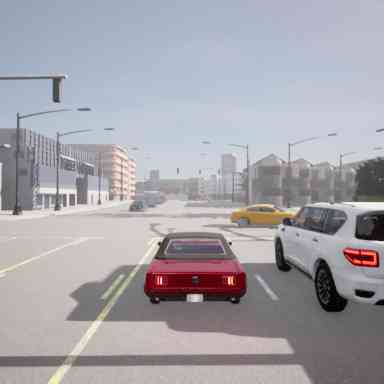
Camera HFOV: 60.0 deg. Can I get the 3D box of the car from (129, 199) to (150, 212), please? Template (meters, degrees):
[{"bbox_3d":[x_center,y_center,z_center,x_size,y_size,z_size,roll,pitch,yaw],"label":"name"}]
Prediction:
[{"bbox_3d":[-7.085,1.850,43.877,1.837,1.490,4.892,0,-1,0],"label":"car"}]

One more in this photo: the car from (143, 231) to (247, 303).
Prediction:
[{"bbox_3d":[0.071,1.617,8.168,1.895,1.301,4.718,0,0,0],"label":"car"}]

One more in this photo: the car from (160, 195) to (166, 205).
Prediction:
[{"bbox_3d":[-6.989,1.831,68.697,1.812,1.442,4.674,0,1,0],"label":"car"}]

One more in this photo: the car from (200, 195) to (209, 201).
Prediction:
[{"bbox_3d":[3.520,1.519,89.196,2.097,1.767,4.553,0,-1,0],"label":"car"}]

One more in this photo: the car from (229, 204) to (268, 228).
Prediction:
[{"bbox_3d":[5.041,1.589,22.396,5.008,1.535,1.882,0,0,18],"label":"car"}]

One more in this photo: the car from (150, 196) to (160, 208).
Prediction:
[{"bbox_3d":[-7.074,1.903,55.498,2.128,1.511,4.902,0,0,0],"label":"car"}]

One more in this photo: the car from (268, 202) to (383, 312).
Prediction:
[{"bbox_3d":[3.565,1.234,7.875,2.150,2.045,5.566,0,0,0],"label":"car"}]

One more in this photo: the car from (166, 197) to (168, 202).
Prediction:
[{"bbox_3d":[-6.982,1.522,79.082,2.097,1.767,4.553,0,1,0],"label":"car"}]

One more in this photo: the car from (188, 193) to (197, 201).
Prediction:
[{"bbox_3d":[0.020,1.385,88.843,2.150,2.045,5.566,0,-1,0],"label":"car"}]
